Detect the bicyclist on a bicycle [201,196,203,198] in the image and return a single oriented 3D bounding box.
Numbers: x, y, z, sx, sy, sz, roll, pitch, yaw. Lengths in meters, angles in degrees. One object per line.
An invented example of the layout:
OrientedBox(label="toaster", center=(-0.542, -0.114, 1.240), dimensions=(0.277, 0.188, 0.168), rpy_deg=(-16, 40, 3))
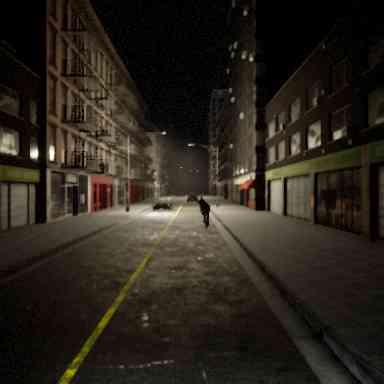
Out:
OrientedBox(label="bicyclist on a bicycle", center=(0.829, 1.208, 27.986), dimensions=(0.659, 1.776, 1.843), rpy_deg=(0, 1, 0))

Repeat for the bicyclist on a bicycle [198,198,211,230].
OrientedBox(label="bicyclist on a bicycle", center=(0.827, 1.349, 19.104), dimensions=(0.582, 1.620, 1.656), rpy_deg=(0, 0, 0))

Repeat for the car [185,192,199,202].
OrientedBox(label="car", center=(0.105, 1.097, 59.343), dimensions=(1.812, 1.442, 4.674), rpy_deg=(0, 1, 0))

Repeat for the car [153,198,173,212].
OrientedBox(label="car", center=(-3.090, 1.378, 35.999), dimensions=(1.895, 1.301, 4.718), rpy_deg=(0, 0, 0))
